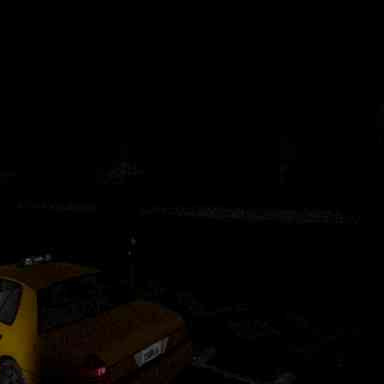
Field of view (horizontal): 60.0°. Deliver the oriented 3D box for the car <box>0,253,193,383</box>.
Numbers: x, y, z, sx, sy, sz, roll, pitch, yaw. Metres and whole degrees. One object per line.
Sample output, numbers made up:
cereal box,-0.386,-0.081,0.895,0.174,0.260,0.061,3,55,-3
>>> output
car,-2.271,1.525,4.578,4.829,1.417,1.752,0,0,35
